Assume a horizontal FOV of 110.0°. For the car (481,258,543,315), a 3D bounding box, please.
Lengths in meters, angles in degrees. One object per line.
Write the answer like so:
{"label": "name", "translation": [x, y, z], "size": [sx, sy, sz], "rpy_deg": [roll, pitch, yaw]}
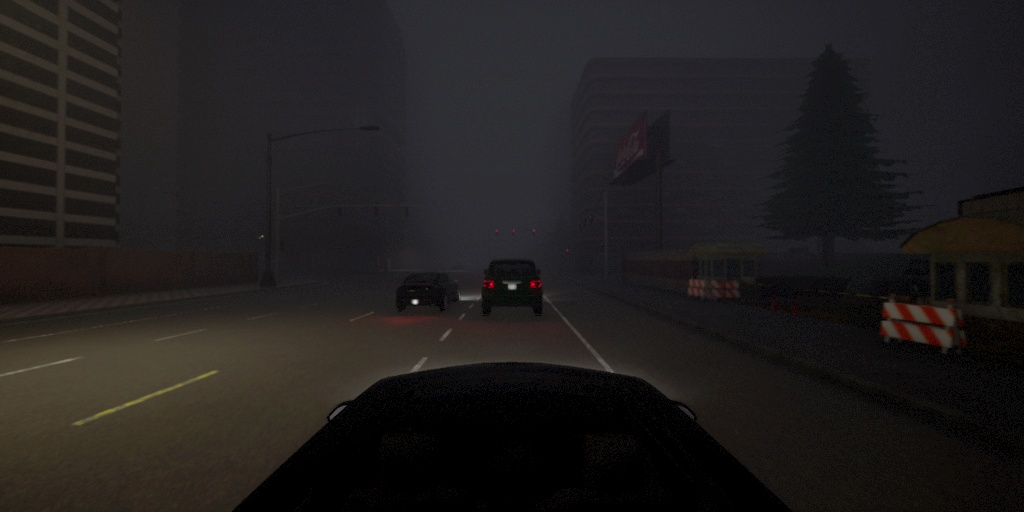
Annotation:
{"label": "car", "translation": [0.016, 1.113, 14.397], "size": [2.150, 2.045, 5.566], "rpy_deg": [0, 0, 0]}

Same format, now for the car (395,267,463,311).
{"label": "car", "translation": [-3.474, 1.406, 15.352], "size": [1.837, 1.490, 4.892], "rpy_deg": [0, 0, 0]}
